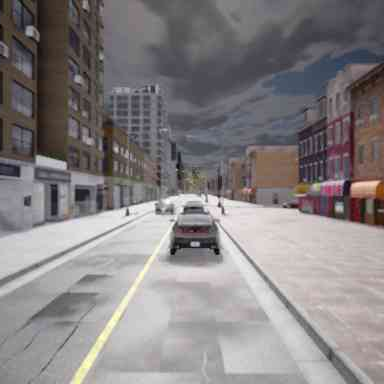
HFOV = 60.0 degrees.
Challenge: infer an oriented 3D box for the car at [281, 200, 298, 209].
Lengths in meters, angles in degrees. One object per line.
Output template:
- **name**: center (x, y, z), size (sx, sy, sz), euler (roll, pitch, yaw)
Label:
- **car**: center (16.444, 1.933, 53.449), size (4.097, 1.590, 1.967), euler (1, -1, 0)

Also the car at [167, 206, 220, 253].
- **car**: center (0.115, 1.530, 13.732), size (1.837, 1.490, 4.892), euler (0, 0, 0)

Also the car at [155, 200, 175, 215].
- **car**: center (-2.775, 1.556, 34.994), size (2.128, 1.511, 4.902), euler (0, 0, 0)

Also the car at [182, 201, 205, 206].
- **car**: center (0.126, 1.560, 29.457), size (1.837, 1.490, 4.892), euler (0, 0, 0)
